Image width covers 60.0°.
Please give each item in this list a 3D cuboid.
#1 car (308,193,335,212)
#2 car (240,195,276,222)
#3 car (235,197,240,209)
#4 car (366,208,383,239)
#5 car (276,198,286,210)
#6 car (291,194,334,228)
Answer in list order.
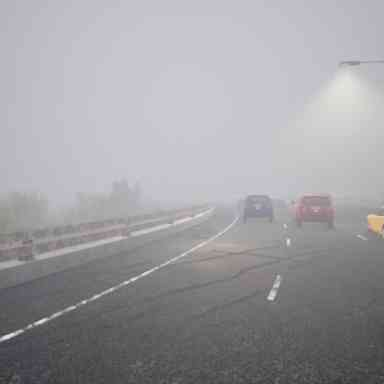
[{"bbox_3d":[15.409,1.196,39.928,2.150,2.045,5.566,0,0,13],"label":"car"},{"bbox_3d":[5.153,1.206,26.072,2.150,2.045,5.566,0,0,11],"label":"car"},{"bbox_3d":[6.938,1.466,44.912,2.128,1.511,4.902,0,0,1],"label":"car"},{"bbox_3d":[10.105,1.464,16.441,1.882,1.535,5.008,0,0,15],"label":"car"},{"bbox_3d":[10.369,1.465,41.583,2.128,1.511,4.902,0,0,3],"label":"car"},{"bbox_3d":[7.994,1.205,22.406,2.150,2.045,5.566,0,0,13],"label":"car"}]
